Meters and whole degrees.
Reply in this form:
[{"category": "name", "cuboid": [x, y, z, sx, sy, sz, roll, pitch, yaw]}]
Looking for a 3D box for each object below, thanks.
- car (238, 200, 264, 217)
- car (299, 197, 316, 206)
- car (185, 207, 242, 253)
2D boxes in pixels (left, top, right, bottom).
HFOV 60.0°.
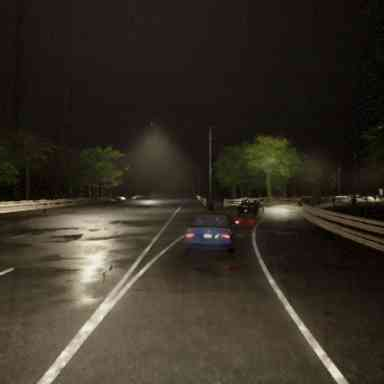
[{"category": "car", "cuboid": [5.731, 1.517, 32.269, 2.128, 1.511, 4.902, 0, 0, 21]}, {"category": "car", "cuboid": [19.746, 1.579, 56.170, 1.994, 1.385, 4.181, 0, 0, 40]}, {"category": "car", "cuboid": [0.928, 1.559, 13.902, 2.033, 1.411, 5.357, 0, 0, 9]}]
